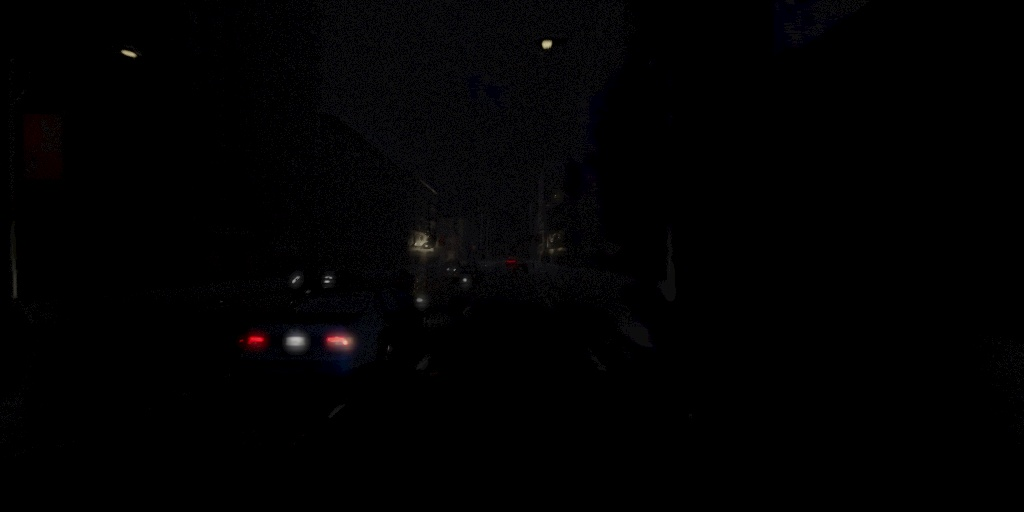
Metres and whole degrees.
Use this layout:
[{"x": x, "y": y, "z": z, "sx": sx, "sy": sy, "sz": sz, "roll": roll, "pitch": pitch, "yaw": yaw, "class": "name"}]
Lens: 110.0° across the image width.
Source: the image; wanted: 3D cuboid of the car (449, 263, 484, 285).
[{"x": -3.148, "y": 1.423, "z": 26.682, "sx": 1.895, "sy": 1.301, "sz": 4.718, "roll": 0, "pitch": 0, "yaw": 0, "class": "car"}]

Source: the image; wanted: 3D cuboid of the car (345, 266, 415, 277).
[{"x": -6.597, "y": 1.348, "z": 19.222, "sx": 2.033, "sy": 1.411, "sz": 5.357, "roll": 0, "pitch": 0, "yaw": 0, "class": "car"}]

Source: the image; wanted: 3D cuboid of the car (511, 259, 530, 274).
[{"x": 1.143, "y": 1.388, "z": 43.994, "sx": 1.812, "sy": 1.442, "sz": 4.674, "roll": 0, "pitch": 0, "yaw": 0, "class": "car"}]

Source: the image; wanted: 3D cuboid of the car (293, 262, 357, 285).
[{"x": -9.846, "y": 1.154, "z": 19.622, "sx": 2.097, "sy": 1.767, "sz": 4.553, "roll": 0, "pitch": 0, "yaw": 0, "class": "car"}]

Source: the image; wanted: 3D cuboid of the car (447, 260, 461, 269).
[{"x": -9.773, "y": 1.387, "z": 61.111, "sx": 2.128, "sy": 1.511, "sz": 4.902, "roll": 0, "pitch": 0, "yaw": 1, "class": "car"}]

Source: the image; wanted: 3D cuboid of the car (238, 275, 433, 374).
[{"x": -3.151, "y": 1.314, "z": 7.751, "sx": 2.033, "sy": 1.411, "sz": 5.357, "roll": 0, "pitch": 0, "yaw": 0, "class": "car"}]

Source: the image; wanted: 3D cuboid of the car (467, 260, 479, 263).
[{"x": -6.526, "y": 1.386, "z": 60.808, "sx": 2.128, "sy": 1.511, "sz": 4.902, "roll": 0, "pitch": 0, "yaw": 1, "class": "car"}]
